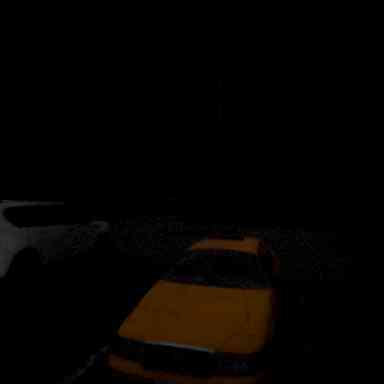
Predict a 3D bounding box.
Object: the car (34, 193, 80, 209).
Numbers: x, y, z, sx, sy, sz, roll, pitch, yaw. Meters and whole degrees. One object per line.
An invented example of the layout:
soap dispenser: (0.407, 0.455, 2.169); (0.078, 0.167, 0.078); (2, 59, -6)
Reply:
car: (-18.731, 1.251, 46.163); (5.566, 2.045, 2.435); (-1, -1, 14)

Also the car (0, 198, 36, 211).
car: (-22.169, 1.529, 41.143); (4.792, 1.488, 2.163); (-1, 0, 14)

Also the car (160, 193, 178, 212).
car: (-4.877, 1.246, 36.466); (5.566, 2.045, 2.435); (1, 1, 14)

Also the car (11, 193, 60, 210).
car: (-20.480, 1.250, 43.651); (5.566, 2.045, 2.435); (-1, 0, 14)

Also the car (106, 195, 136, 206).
car: (-11.955, 1.381, 56.151); (4.553, 1.767, 2.185); (-1, 0, 14)

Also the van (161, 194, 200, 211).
van: (-1.420, 1.276, 41.343); (4.442, 1.987, 1.878); (1, 0, 14)

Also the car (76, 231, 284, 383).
car: (0.537, 1.480, 5.576); (1.946, 1.575, 5.366); (1, -1, 15)

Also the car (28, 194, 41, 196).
car: (-13.823, 1.231, 33.763); (2.150, 2.045, 5.566); (0, 0, 34)

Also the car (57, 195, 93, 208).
car: (-17.095, 1.379, 48.676); (4.553, 1.767, 2.185); (-1, -1, 14)

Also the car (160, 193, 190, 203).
car: (-3.492, 1.258, 68.678); (5.566, 2.045, 2.435); (-1, -1, 14)

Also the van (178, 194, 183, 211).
van: (-3.078, 1.275, 38.892); (4.442, 1.987, 1.878); (1, 0, 14)

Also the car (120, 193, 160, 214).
car: (-6.536, 1.245, 34.015); (5.566, 2.045, 2.435); (1, 1, 14)

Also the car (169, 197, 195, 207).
car: (-1.564, 1.582, 51.897); (1.994, 1.385, 4.181); (0, 0, 34)

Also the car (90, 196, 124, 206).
car: (-13.683, 1.507, 53.673); (4.892, 1.521, 2.231); (-1, -1, 14)

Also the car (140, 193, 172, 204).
car: (-6.938, 1.258, 63.689); (5.566, 2.045, 2.435); (-1, 0, 14)

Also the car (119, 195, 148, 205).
car: (-10.265, 1.382, 58.665); (4.553, 1.767, 2.185); (-1, 0, 14)

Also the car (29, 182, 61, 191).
car: (-23.065, -0.907, 52.219); (1.895, 1.301, 4.718); (0, 4, 34)

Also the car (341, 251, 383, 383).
car: (3.037, 1.526, 4.015); (2.002, 1.452, 4.674); (1, -1, 15)

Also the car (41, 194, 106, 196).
car: (-9.794, 1.243, 29.115); (5.566, 2.045, 2.435); (1, 0, 14)

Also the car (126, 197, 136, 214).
car: (-8.194, 1.524, 31.555); (4.792, 1.488, 2.163); (1, 1, 14)

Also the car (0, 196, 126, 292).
car: (-4.312, 1.234, 9.271); (2.435, 2.045, 5.566); (0, -1, 15)

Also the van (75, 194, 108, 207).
van: (-15.487, 1.281, 51.190); (4.442, 1.987, 1.878); (-1, 0, 14)

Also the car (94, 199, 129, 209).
car: (-11.241, 1.617, 46.788); (1.895, 1.301, 4.718); (0, 0, 34)
